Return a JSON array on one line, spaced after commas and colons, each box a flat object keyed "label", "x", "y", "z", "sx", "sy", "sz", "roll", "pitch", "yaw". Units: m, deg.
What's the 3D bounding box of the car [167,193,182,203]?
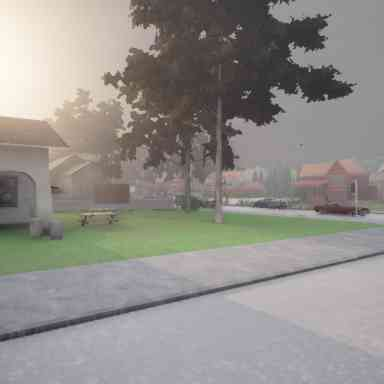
[{"label": "car", "x": -3.841, "y": 1.223, "z": 62.741, "sx": 2.150, "sy": 2.045, "sz": 5.566, "roll": 0, "pitch": 0, "yaw": -35}]

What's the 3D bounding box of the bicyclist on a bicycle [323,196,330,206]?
[{"label": "bicyclist on a bicycle", "x": 16.758, "y": 1.349, "z": 41.316, "sx": 1.656, "sy": 1.620, "sz": 0.582, "roll": 0, "pitch": 0, "yaw": -36}]

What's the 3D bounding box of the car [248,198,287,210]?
[{"label": "car", "x": 9.870, "y": 1.547, "z": 43.711, "sx": 2.033, "sy": 1.411, "sz": 5.357, "roll": 0, "pitch": 0, "yaw": -36}]

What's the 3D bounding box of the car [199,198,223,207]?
[{"label": "car", "x": 2.422, "y": 1.564, "z": 46.884, "sx": 1.994, "sy": 1.385, "sz": 4.181, "roll": 0, "pitch": 0, "yaw": -36}]

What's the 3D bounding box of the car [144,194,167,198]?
[{"label": "car", "x": -7.022, "y": 1.195, "z": 60.184, "sx": 1.882, "sy": 1.535, "sz": 5.008, "roll": 0, "pitch": 0, "yaw": -36}]

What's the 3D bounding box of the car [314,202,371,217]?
[{"label": "car", "x": 13.901, "y": 1.601, "z": 30.897, "sx": 1.895, "sy": 1.301, "sz": 4.718, "roll": 0, "pitch": 0, "yaw": -36}]
